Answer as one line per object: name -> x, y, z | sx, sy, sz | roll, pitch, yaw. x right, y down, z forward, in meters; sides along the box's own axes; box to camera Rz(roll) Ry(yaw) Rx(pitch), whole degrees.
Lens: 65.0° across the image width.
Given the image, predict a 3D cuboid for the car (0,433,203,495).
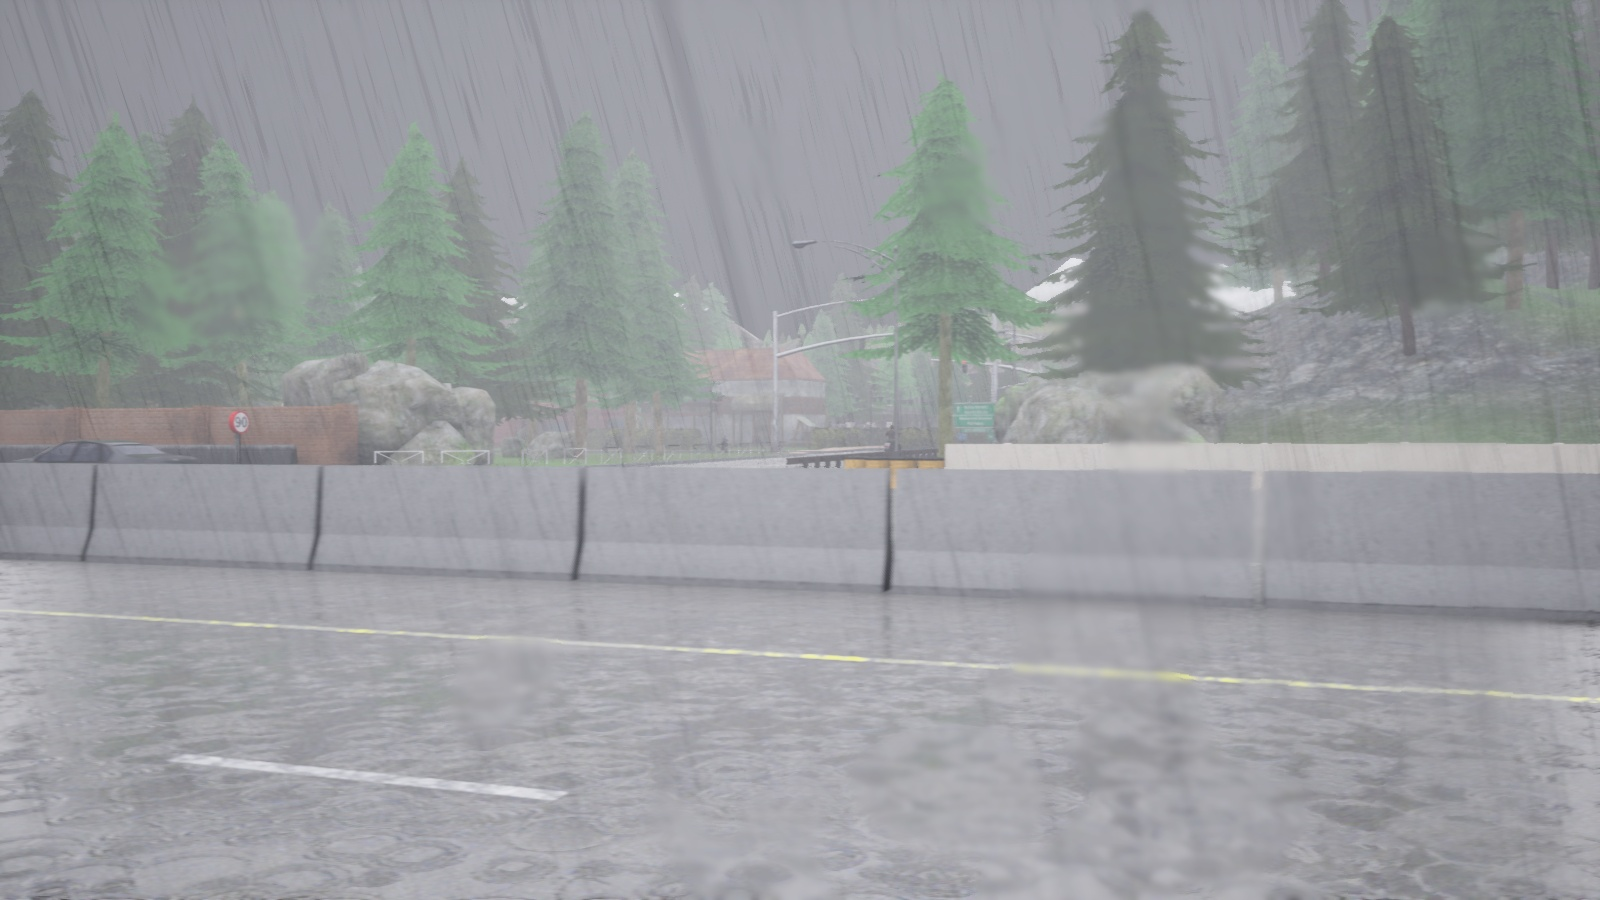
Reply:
car -> -17.832, 0.305, 31.348 | 5.357, 1.411, 2.033 | 1, 1, 19
